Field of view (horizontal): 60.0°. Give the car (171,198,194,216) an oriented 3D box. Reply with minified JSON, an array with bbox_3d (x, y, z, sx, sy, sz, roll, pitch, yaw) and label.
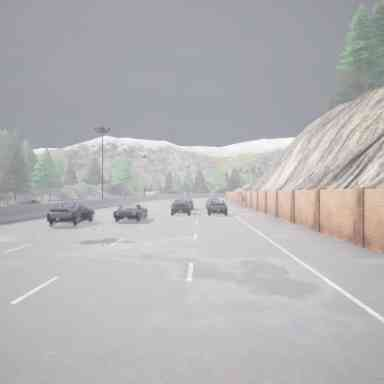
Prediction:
[{"bbox_3d":[-1.041,1.505,33.039,1.837,1.490,4.892,0,0,1],"label":"car"}]

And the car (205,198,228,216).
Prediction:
[{"bbox_3d":[2.454,1.491,32.798,2.128,1.511,4.902,0,0,1],"label":"car"}]

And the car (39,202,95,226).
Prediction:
[{"bbox_3d":[-8.313,1.492,23.224,2.128,1.511,4.902,0,0,2],"label":"car"}]

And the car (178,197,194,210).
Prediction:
[{"bbox_3d":[-0.754,1.478,43.480,1.882,1.535,5.008,0,0,2],"label":"car"}]

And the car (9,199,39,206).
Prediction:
[{"bbox_3d":[-18.537,1.561,36.987,1.837,1.490,4.892,0,0,2],"label":"car"}]

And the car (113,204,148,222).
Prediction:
[{"bbox_3d":[-4.728,1.601,26.300,1.895,1.301,4.718,0,0,2],"label":"car"}]

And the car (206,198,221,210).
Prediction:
[{"bbox_3d":[2.740,1.526,43.241,1.812,1.442,4.674,0,0,2],"label":"car"}]
